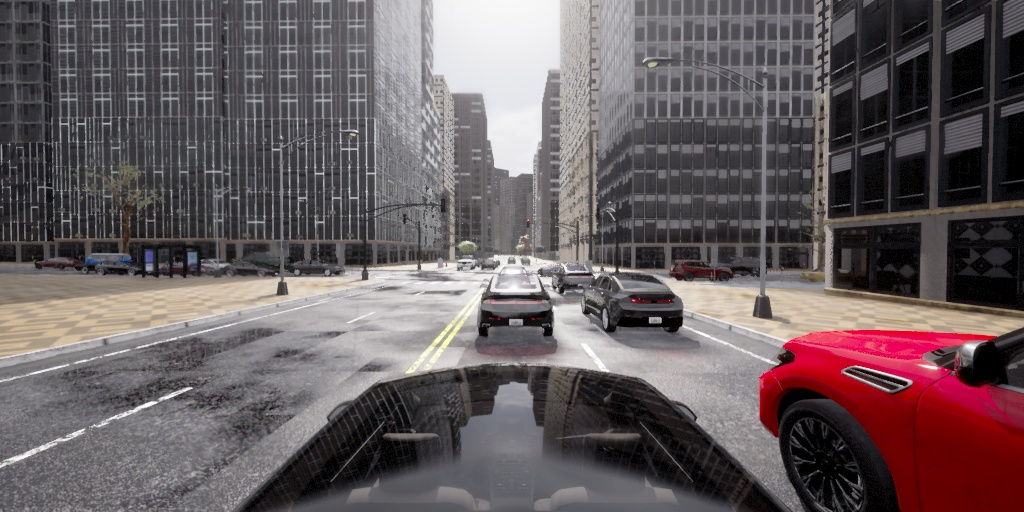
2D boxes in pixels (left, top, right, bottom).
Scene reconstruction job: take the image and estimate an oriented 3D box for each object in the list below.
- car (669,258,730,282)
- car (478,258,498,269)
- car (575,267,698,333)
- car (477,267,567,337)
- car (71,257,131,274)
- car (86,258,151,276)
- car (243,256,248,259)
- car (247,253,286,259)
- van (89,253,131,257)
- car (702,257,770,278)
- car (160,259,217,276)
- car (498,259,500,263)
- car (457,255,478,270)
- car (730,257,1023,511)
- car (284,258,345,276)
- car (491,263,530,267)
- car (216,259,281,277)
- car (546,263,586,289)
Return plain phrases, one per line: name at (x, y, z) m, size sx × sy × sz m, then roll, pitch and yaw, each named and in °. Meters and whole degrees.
car at (16.164, 1.269, 30.882) m, size 5.009 × 1.841 × 2.192 m, roll 0°, pitch 0°, yaw 1°
car at (-3.389, 1.192, 52.055) m, size 1.882 × 1.535 × 5.008 m, roll 0°, pitch 0°, yaw 0°
car at (3.340, 1.251, 10.776) m, size 1.837 × 1.490 × 4.892 m, roll 0°, pitch 0°, yaw 0°
car at (0.091, 1.238, 10.281) m, size 2.128 × 1.511 × 4.902 m, roll 0°, pitch 0°, yaw 0°
car at (-38.616, 1.020, 34.393) m, size 4.718 × 1.301 × 1.895 m, roll 1°, pitch 1°, yaw 1°
car at (-34.126, 1.069, 31.667) m, size 4.313 × 1.339 × 1.948 m, roll 0°, pitch 0°, yaw 1°
car at (-28.394, 1.038, 34.188) m, size 4.674 × 1.442 × 1.812 m, roll 1°, pitch 1°, yaw 1°
car at (-26.281, 0.702, 37.341) m, size 5.566 × 2.045 × 2.150 m, roll 1°, pitch 1°, yaw 1°
van at (-45.326, 0.604, 40.317) m, size 3.998 × 1.789 × 1.690 m, roll 0°, pitch 0°, yaw 1°
car at (22.747, 1.142, 36.545) m, size 5.566 × 2.045 × 2.150 m, roll 1°, pitch 1°, yaw 1°
car at (-28.445, 1.138, 31.499) m, size 4.207 × 1.307 × 1.802 m, roll 0°, pitch 0°, yaw 1°
car at (-3.391, 1.267, 61.641) m, size 1.994 × 1.385 × 4.181 m, roll 0°, pitch 0°, yaw 0°
car at (-6.639, 0.935, 52.503) m, size 2.150 × 2.045 × 5.566 m, roll 0°, pitch 0°, yaw 0°
car at (3.348, 0.972, 0.912) m, size 2.150 × 2.045 × 5.566 m, roll 0°, pitch 0°, yaw 0°
car at (-18.440, 1.108, 33.978) m, size 4.892 × 1.490 × 1.837 m, roll 1°, pitch 1°, yaw 2°
car at (0.082, 1.288, 20.017) m, size 2.033 × 1.411 × 5.357 m, roll 0°, pitch 0°, yaw 0°
car at (-22.761, 1.173, 31.372) m, size 4.313 × 1.339 × 1.948 m, roll 0°, pitch 0°, yaw 1°
car at (3.332, 1.232, 20.024) m, size 2.128 × 1.511 × 4.902 m, roll 0°, pitch 0°, yaw 0°
